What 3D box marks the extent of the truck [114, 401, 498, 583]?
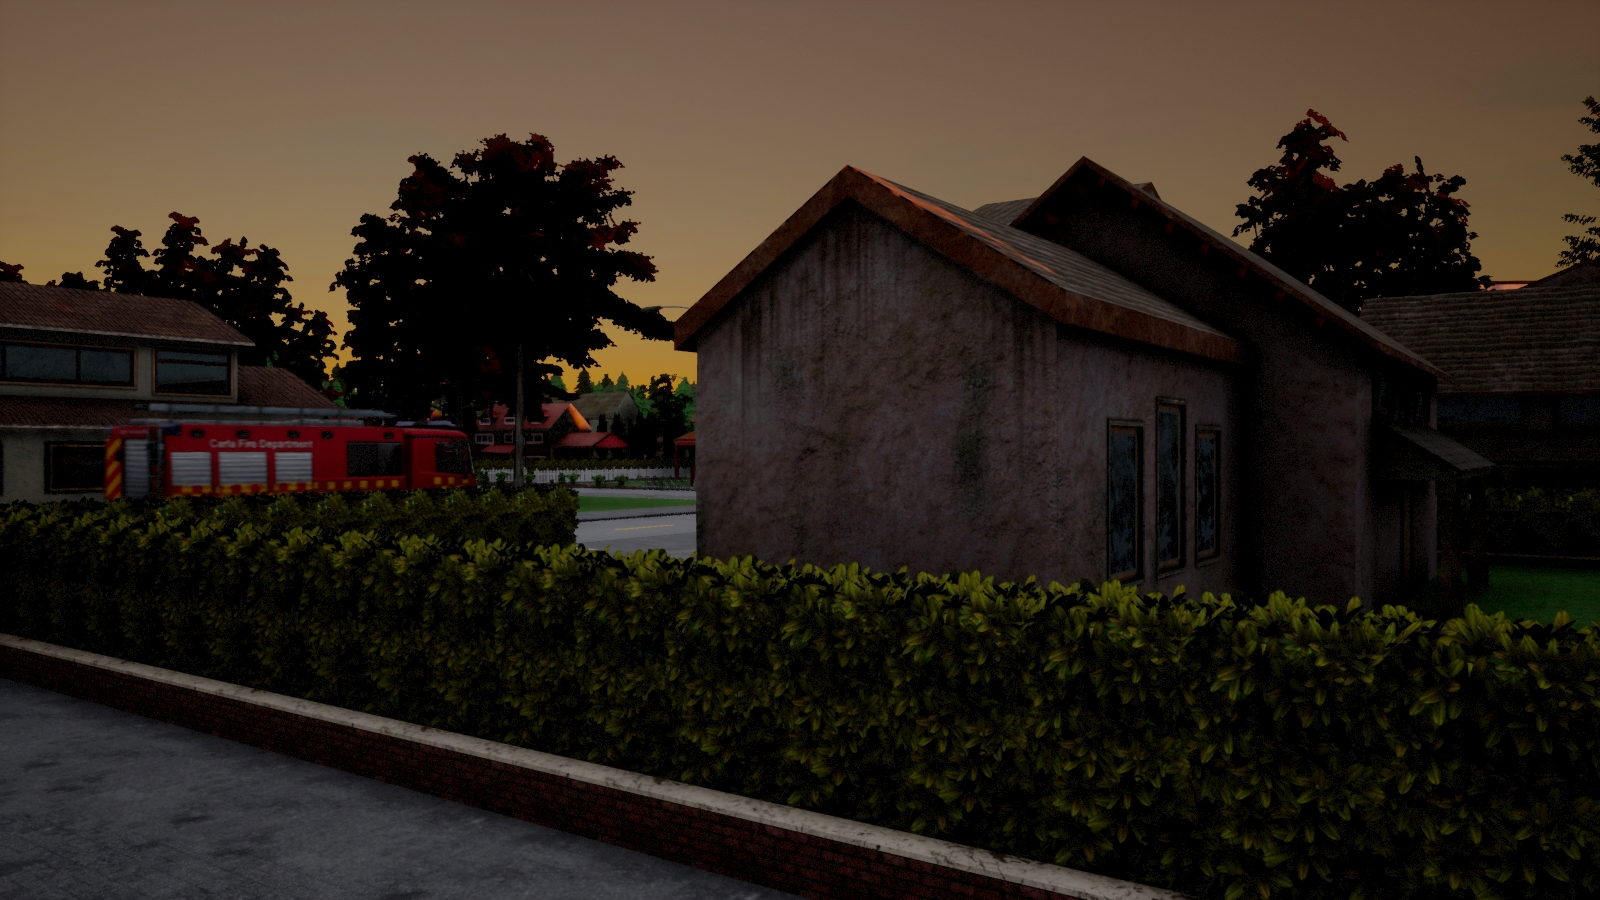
[{"bbox_3d":[-11.779,0.880,28.292,2.891,3.827,8.468,0,0,35],"label":"truck"}]
